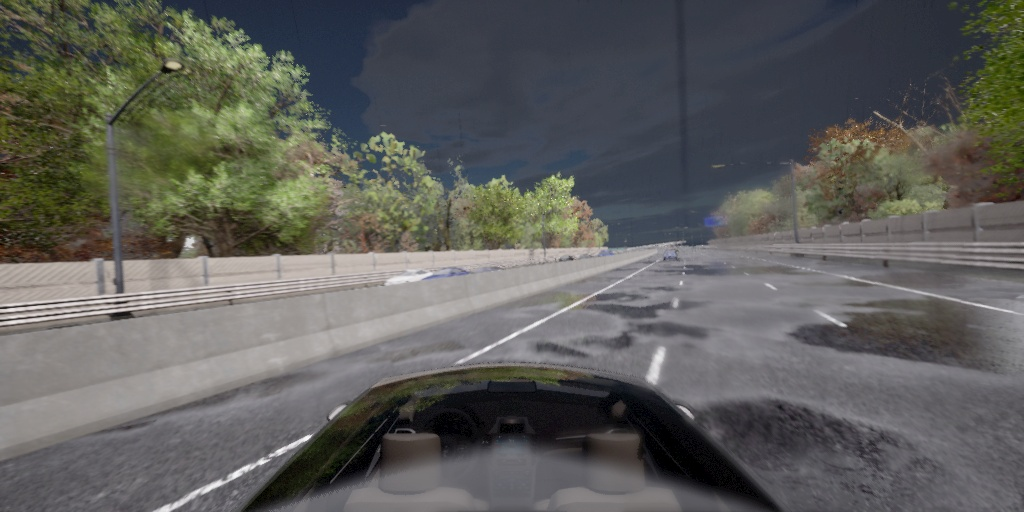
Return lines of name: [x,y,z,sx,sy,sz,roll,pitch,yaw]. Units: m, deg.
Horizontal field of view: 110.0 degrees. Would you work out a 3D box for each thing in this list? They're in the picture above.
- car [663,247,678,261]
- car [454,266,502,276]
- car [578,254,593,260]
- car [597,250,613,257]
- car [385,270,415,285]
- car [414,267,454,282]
car: [22.370,-0.189,50.645,2.033,1.411,5.357,-4,0,26]
car: [-1.802,1.450,25.129,1.994,1.385,4.181,-4,0,27]
car: [13.035,0.453,63.638,1.837,1.490,4.892,-4,0,26]
car: [16.189,-0.019,62.172,2.150,2.045,5.566,-4,0,26]
car: [-7.898,1.807,28.561,1.812,1.442,4.674,-4,0,27]
car: [-4.800,1.606,26.948,1.812,1.442,4.674,-4,0,27]
